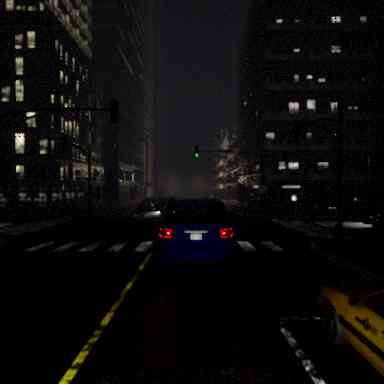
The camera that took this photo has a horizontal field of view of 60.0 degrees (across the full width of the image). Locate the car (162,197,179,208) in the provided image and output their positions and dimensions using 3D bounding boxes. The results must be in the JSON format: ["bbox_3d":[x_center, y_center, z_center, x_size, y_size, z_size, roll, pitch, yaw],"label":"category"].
[{"bbox_3d":[-3.065,1.513,48.784,2.033,1.411,5.357,0,0,0],"label":"car"}]

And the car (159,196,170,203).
[{"bbox_3d":[-5.705,1.535,69.557,1.802,1.307,4.206,-1,0,0],"label":"car"}]

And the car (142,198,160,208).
[{"bbox_3d":[-5.704,1.533,46.939,1.947,1.339,4.313,-1,0,0],"label":"car"}]

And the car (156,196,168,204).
[{"bbox_3d":[-5.706,1.501,63.902,1.887,1.381,4.507,-1,0,0],"label":"car"}]

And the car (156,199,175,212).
[{"bbox_3d":[-3.093,1.535,39.410,1.994,1.385,4.181,0,0,0],"label":"car"}]

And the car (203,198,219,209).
[{"bbox_3d":[2.675,1.517,46.940,2.008,1.369,4.403,-1,0,0],"label":"car"}]

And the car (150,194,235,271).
[{"bbox_3d":[0.099,1.213,10.983,2.150,2.045,5.566,0,0,0],"label":"car"}]

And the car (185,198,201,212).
[{"bbox_3d":[0.101,1.497,39.661,1.812,1.442,4.674,0,0,0],"label":"car"}]

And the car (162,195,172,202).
[{"bbox_3d":[-5.706,1.494,75.211,1.887,1.381,4.507,-1,0,0],"label":"car"}]

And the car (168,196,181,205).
[{"bbox_3d":[-3.002,1.451,58.923,2.128,1.511,4.902,0,0,0],"label":"car"}]

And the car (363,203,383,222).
[{"bbox_3d":[16.313,1.611,26.464,4.403,1.369,2.008,0,1,1],"label":"car"}]

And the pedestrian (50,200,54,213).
[{"bbox_3d":[-12.550,1.288,29.807,0.500,1.100,0.500,0,0,1],"label":"pedestrian"}]

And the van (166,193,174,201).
[{"bbox_3d":[-5.710,1.283,86.521,1.690,1.788,3.998,-1,0,0],"label":"van"}]

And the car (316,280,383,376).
[{"bbox_3d":[2.808,1.522,3.500,1.752,1.417,4.829,-1,0,0],"label":"car"}]

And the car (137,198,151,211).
[{"bbox_3d":[-5.704,1.496,41.115,1.752,1.417,4.829,-1,0,0],"label":"car"}]

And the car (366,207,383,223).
[{"bbox_3d":[14.880,1.657,23.900,4.181,1.385,1.994,0,1,1],"label":"car"}]

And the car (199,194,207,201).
[{"bbox_3d":[2.672,1.385,80.867,1.967,1.590,4.097,-1,0,0],"label":"car"}]
